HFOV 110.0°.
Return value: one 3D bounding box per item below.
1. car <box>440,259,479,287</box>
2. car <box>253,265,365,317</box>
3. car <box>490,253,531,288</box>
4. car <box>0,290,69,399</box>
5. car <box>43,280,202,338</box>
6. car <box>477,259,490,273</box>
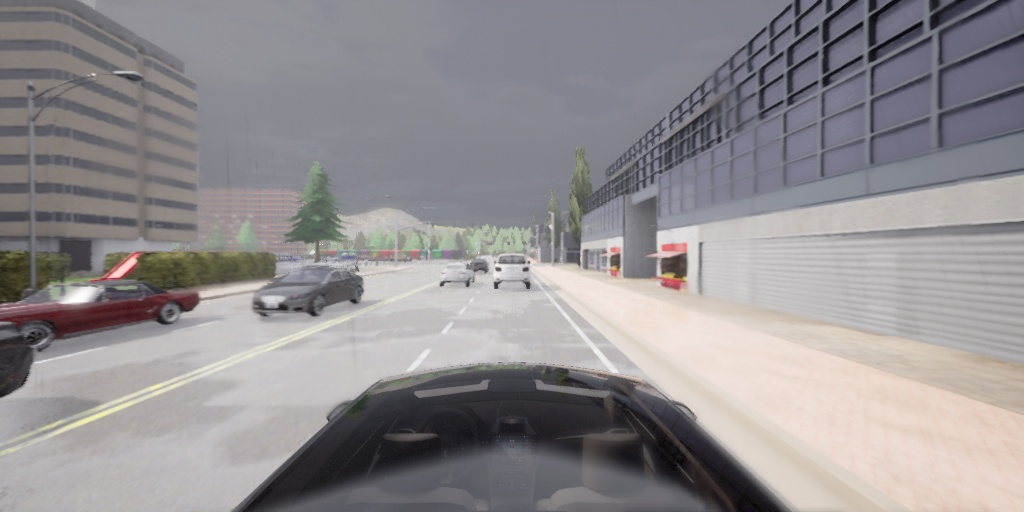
[{"bbox_3d":[-3.479,1.150,23.316,1.812,1.442,4.674,0,0,0],"label":"car"},{"bbox_3d":[-7.024,1.176,12.972,2.128,1.511,4.902,0,0,1],"label":"car"},{"bbox_3d":[0.019,0.854,22.397,2.150,2.045,5.566,0,1,0],"label":"car"},{"bbox_3d":[-7.082,1.251,2.501,1.837,1.490,4.892,0,0,0],"label":"car"},{"bbox_3d":[-10.556,1.310,8.824,1.895,1.301,4.718,0,0,0],"label":"car"},{"bbox_3d":[-3.430,1.041,38.588,1.837,1.490,4.892,0,0,0],"label":"car"}]
